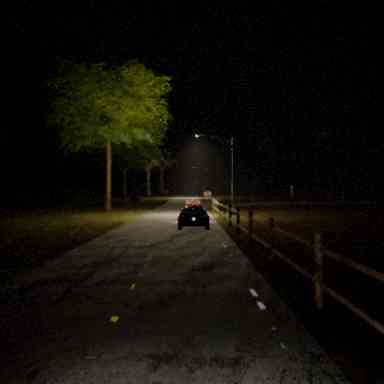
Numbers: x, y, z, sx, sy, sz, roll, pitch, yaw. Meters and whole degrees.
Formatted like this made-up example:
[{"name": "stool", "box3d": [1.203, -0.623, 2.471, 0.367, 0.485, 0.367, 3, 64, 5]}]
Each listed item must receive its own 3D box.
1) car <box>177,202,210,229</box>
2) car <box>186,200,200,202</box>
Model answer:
[{"name": "car", "box3d": [0.099, 1.557, 21.517, 1.994, 1.385, 4.181, 0, 0, 0]}, {"name": "car", "box3d": [0.097, 1.533, 37.462, 1.895, 1.301, 4.718, 0, 0, 0]}]
